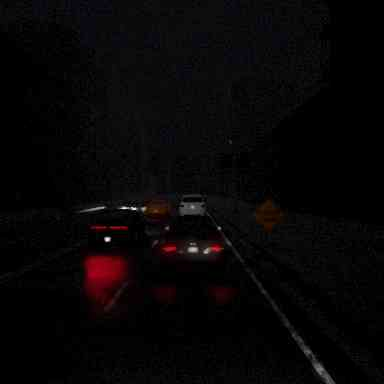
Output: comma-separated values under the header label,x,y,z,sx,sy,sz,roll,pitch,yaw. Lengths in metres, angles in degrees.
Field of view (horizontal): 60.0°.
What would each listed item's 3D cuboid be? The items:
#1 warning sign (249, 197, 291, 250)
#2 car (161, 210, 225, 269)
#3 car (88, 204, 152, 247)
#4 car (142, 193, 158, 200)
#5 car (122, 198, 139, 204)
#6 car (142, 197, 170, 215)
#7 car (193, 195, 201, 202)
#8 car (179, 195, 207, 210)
label,x,y,z,sx,sy,sz,roll,pitch,yaw
warning sign,2.846,1.117,12.261,1.300,1.860,1.060,0,0,0
car,0.046,1.549,11.148,2.033,1.411,5.357,0,0,0
car,-3.175,1.509,14.969,1.837,1.490,4.892,0,0,0
car,-6.571,1.236,52.814,2.150,2.045,5.566,0,0,0
car,-9.819,1.615,53.116,1.895,1.301,4.718,0,0,0
car,-3.166,1.484,31.409,1.882,1.535,5.008,0,0,0
car,1.148,1.537,82.257,1.837,1.490,4.892,0,0,0
car,0.067,1.229,28.701,2.150,2.045,5.566,0,0,0
